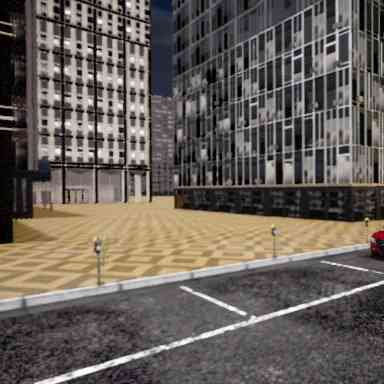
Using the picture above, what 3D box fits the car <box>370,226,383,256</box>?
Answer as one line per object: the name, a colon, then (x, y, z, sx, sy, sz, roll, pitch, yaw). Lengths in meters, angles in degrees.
car: (8.351, 1.633, 12.311, 4.507, 1.381, 1.887, 1, -1, -35)
